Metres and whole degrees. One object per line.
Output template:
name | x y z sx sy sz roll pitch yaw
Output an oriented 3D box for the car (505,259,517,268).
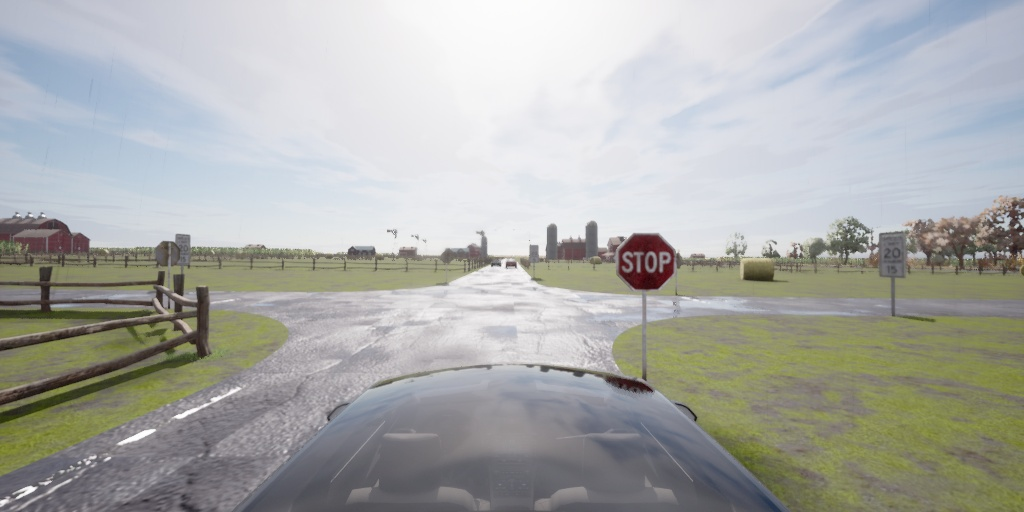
car | -0.135 1.252 60.566 1.882 1.535 5.008 0 0 0
